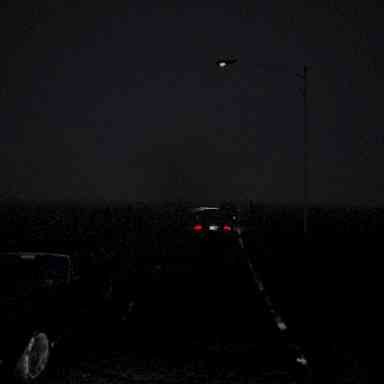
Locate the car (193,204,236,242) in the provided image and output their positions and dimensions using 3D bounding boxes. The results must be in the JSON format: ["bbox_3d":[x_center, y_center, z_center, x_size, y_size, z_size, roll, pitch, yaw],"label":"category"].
[{"bbox_3d":[1.145,1.550,16.336,2.033,1.411,5.357,0,0,7],"label":"car"}]

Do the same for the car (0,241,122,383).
[{"bbox_3d":[-2.643,1.597,5.489,1.895,1.301,4.718,0,0,2],"label":"car"}]

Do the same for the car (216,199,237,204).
[{"bbox_3d":[4.139,1.506,38.184,1.882,1.535,5.008,0,0,8],"label":"car"}]

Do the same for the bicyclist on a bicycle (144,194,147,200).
[{"bbox_3d":[-11.653,1.216,83.844,0.582,1.620,1.656,1,0,11],"label":"bicyclist on a bicycle"}]

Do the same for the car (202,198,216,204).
[{"bbox_3d":[2.636,1.610,48.376,1.994,1.385,4.181,0,0,8],"label":"car"}]
